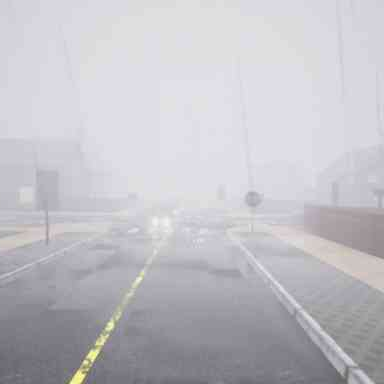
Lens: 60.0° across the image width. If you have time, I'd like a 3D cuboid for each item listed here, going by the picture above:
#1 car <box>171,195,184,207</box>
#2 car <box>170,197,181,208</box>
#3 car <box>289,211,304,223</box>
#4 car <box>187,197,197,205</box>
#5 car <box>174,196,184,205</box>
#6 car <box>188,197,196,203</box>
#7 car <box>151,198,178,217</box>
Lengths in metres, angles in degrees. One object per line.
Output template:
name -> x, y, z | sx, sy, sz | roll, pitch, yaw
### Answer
car -> -2.816, 1.539, 57.353 | 2.150, 2.045, 5.566 | 0, -1, 1
car -> -2.837, 1.731, 45.008 | 1.812, 1.442, 4.674 | 0, -1, 0
car -> 10.418, 1.829, 27.014 | 4.718, 1.301, 1.895 | 1, 1, -1
car -> 0.014, 2.014, 69.365 | 1.994, 1.385, 4.181 | 0, -1, 0
car -> -2.736, 1.813, 70.463 | 2.097, 1.767, 4.553 | 0, -1, 0
car -> 0.015, 1.906, 79.374 | 1.837, 1.490, 4.892 | 0, -1, 0
car -> -2.846, 1.606, 32.500 | 2.128, 1.511, 4.902 | 0, -1, 0
